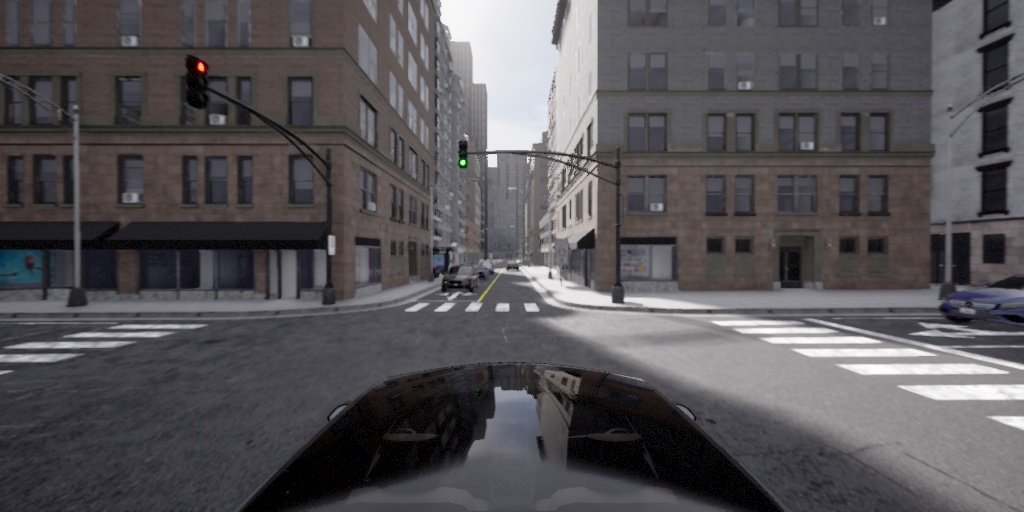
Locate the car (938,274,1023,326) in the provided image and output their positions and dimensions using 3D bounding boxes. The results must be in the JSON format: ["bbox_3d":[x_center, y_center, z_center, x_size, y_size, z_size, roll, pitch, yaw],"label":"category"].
[{"bbox_3d":[14.180,1.160,9.343,4.674,1.442,1.812,0,0,0],"label":"car"}]

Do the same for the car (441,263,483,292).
[{"bbox_3d":[-3.099,1.331,22.099,1.837,1.490,4.892,0,0,0],"label":"car"}]

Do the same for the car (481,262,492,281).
[{"bbox_3d":[-3.087,1.461,32.064,1.895,1.301,4.718,0,0,0],"label":"car"}]

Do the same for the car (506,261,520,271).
[{"bbox_3d":[0.114,1.454,53.142,1.837,1.490,4.892,0,0,0],"label":"car"}]

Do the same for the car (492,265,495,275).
[{"bbox_3d":[-3.078,1.426,42.296,1.812,1.442,4.674,0,0,0],"label":"car"}]
